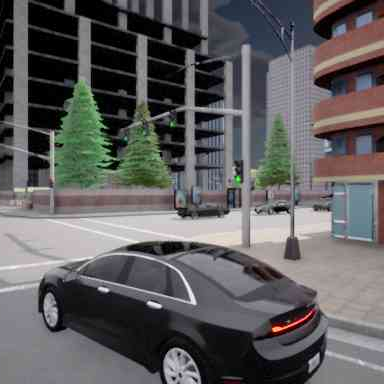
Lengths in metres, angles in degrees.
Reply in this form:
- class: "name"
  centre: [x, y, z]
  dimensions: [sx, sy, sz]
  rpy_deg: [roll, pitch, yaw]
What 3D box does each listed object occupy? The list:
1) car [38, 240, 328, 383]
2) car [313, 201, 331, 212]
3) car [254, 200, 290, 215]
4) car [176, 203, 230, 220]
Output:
- class: "car"
  centre: [-0.562, 1.504, 5.030]
  dimensions: [4.892, 1.490, 1.837]
  rpy_deg: [0, 0, 41]
- class: "car"
  centre: [16.675, 1.402, 40.274]
  dimensions: [4.553, 1.767, 2.097]
  rpy_deg: [0, 0, -35]
- class: "car"
  centre: [8.583, 1.541, 34.515]
  dimensions: [4.902, 1.511, 2.128]
  rpy_deg: [0, 0, -36]
- class: "car"
  centre: [0.994, 1.650, 29.092]
  dimensions: [4.718, 1.301, 1.895]
  rpy_deg: [0, 0, -36]
